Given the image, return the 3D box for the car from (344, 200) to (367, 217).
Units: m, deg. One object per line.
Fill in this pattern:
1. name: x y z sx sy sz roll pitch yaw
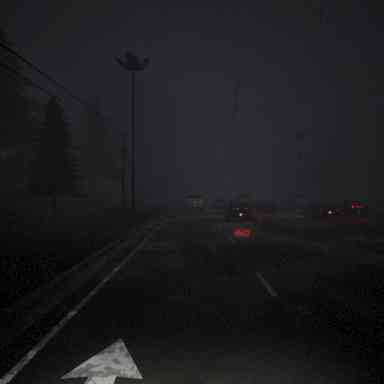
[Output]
1. car: 14.278 1.480 30.873 2.128 1.511 4.902 0 0 0

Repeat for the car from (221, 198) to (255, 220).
1. car: 3.763 1.494 27.927 1.837 1.490 4.892 0 0 0

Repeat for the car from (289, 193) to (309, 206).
1. car: 14.355 1.207 45.567 2.150 2.045 5.566 0 0 0

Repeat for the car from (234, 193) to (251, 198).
1. car: 7.364 1.206 48.331 2.150 2.045 5.566 0 0 1

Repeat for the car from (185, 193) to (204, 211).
1. car: 0.339 1.205 41.343 2.150 2.045 5.566 0 0 0

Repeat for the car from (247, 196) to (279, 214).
1. car: 7.302 1.466 34.816 1.882 1.535 5.008 0 0 0

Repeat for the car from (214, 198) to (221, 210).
1. car: 3.823 1.533 42.833 2.033 1.411 5.357 0 0 1

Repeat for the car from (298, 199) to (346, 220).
1. car: 10.760 1.554 27.888 1.994 1.385 4.181 0 0 0

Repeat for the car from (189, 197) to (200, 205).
1. car: 0.455 1.541 61.228 1.994 1.385 4.181 0 0 0

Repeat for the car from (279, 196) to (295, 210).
1. car: 10.814 1.534 41.784 2.033 1.411 5.357 0 0 1
